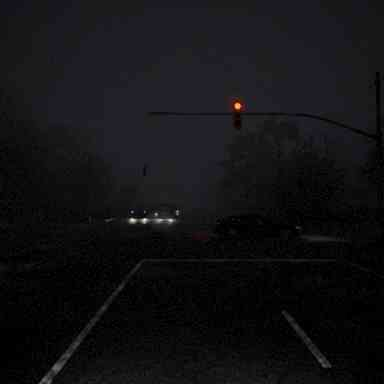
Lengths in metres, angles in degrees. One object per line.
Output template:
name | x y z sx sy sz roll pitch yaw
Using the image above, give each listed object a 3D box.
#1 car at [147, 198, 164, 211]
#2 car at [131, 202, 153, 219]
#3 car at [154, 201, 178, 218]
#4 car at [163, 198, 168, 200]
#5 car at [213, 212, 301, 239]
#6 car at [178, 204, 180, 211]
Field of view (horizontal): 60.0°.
car | -6.969 2.683 61.627 2.150 2.045 5.566 0 0 1
car | -7.028 2.664 45.539 2.097 1.767 4.553 0 -1 0
car | -3.527 2.550 46.255 2.150 2.045 5.566 0 -1 0
car | -6.889 2.755 77.223 1.882 1.535 5.008 0 1 0
car | 3.677 1.916 19.062 4.892 1.490 1.837 0 -2 1
car | -3.404 2.958 67.549 2.033 1.411 5.357 0 1 0
